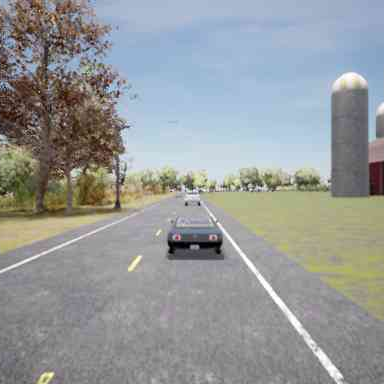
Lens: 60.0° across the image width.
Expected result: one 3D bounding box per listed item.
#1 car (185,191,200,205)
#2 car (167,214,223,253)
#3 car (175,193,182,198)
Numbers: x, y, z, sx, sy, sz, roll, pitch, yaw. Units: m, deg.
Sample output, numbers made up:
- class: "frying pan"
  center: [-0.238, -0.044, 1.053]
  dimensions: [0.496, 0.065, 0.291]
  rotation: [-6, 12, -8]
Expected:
- class: "car"
  center: [0.097, 0.893, 51.084]
  dimensions: [2.150, 2.045, 5.566]
  rotation: [0, 0, 0]
- class: "car"
  center: [0.098, 1.518, 13.191]
  dimensions: [1.895, 1.301, 4.718]
  rotation: [0, 0, 0]
- class: "car"
  center: [-3.503, 0.957, 89.409]
  dimensions: [2.033, 1.411, 5.357]
  rotation: [0, 0, 0]
